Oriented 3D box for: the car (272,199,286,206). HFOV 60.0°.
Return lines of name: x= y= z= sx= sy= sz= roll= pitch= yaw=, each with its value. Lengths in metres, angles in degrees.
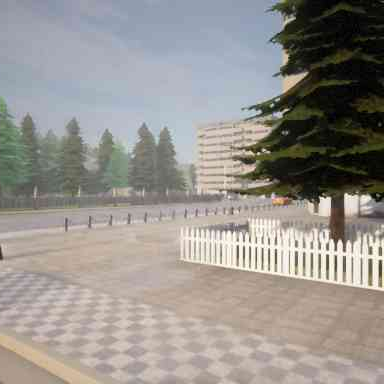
car: x=15.431 y=1.348 z=56.690 sx=2.097 sy=1.767 sz=4.553 roll=0 pitch=0 yaw=36
